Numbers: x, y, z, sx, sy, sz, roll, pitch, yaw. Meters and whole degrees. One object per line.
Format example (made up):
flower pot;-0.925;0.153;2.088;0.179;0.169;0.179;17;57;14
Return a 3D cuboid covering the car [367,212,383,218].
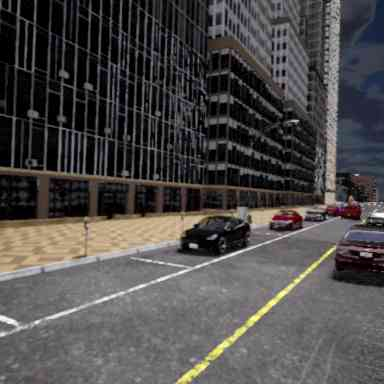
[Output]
car;15.158;2.276;26.801;1.895;1.301;4.718;2;0;30

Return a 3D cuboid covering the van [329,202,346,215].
van;21.352;2.366;48.768;1.690;1.788;3.998;2;0;30

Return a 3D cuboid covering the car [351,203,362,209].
car;38.630;3.328;78.213;1.947;1.339;4.313;2;0;30

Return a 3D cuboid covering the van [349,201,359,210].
van;35.757;2.981;73.306;1.690;1.788;3.998;2;0;30

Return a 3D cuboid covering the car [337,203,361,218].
car;18.652;2.349;38.935;1.882;1.535;5.008;2;-1;31

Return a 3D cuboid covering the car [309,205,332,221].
car;12.701;2.201;34.043;2.008;1.369;4.403;2;0;30

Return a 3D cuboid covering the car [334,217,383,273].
car;6.064;1.825;11.297;2.033;1.411;5.357;2;0;31

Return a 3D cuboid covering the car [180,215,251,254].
car;1.178;1.712;14.412;1.947;1.339;4.313;2;0;30

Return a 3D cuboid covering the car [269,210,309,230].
car;6.938;1.981;24.226;1.802;1.307;4.206;2;0;30

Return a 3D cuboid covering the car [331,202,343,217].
car;18.464;2.445;43.859;1.887;1.381;4.507;2;0;30

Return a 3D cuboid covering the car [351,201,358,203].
car;32.872;2.958;68.397;1.967;1.590;4.097;2;0;30
